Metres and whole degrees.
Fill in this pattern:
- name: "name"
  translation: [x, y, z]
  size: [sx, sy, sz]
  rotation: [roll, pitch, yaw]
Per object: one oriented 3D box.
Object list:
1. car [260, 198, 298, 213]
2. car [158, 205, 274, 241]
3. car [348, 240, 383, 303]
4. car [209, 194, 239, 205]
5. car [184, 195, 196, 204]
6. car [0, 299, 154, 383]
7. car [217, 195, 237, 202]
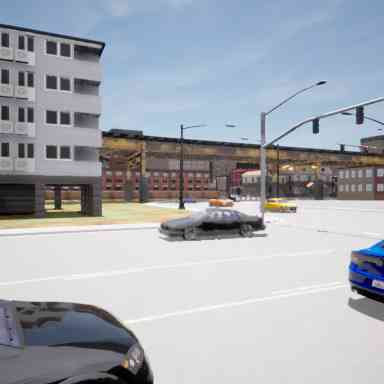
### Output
- name: "car"
  translation: [9.662, 1.478, 37.250]
  size: [1.882, 1.535, 5.008]
  rotation: [0, 0, -26]
- name: "car"
  translation: [1.099, 1.547, 16.536]
  size: [5.357, 1.411, 2.033]
  rotation: [0, 0, -23]
- name: "car"
  translation: [5.547, 1.478, 6.898]
  size: [5.008, 1.535, 1.882]
  rotation: [0, 0, -25]
- name: "car"
  translation: [4.337, 1.352, 48.478]
  size: [2.097, 1.767, 4.553]
  rotation: [0, 0, -25]
- name: "car"
  translation: [-0.407, 1.351, 64.302]
  size: [2.097, 1.767, 4.553]
  rotation: [0, 0, 2]
- name: "car"
  translation: [-2.432, 1.564, 2.747]
  size: [4.181, 1.385, 1.994]
  rotation: [0, 0, -32]
- name: "car"
  translation: [8.275, 1.540, 78.703]
  size: [2.033, 1.411, 5.357]
  rotation: [0, 0, 40]
